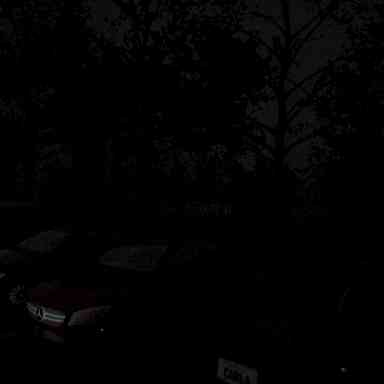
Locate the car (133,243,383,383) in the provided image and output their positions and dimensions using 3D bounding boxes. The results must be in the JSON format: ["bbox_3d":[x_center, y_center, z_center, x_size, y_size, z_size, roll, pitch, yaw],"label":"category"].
[{"bbox_3d":[1.719,1.511,4.569,2.163,1.488,4.792,0,0,36],"label":"car"}]

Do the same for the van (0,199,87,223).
[{"bbox_3d":[-5.183,1.226,9.305,1.878,1.987,4.442,0,1,35],"label":"van"}]

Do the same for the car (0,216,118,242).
[{"bbox_3d":[-2.933,1.502,7.858,2.002,1.452,4.674,0,0,36],"label":"car"}]

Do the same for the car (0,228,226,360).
[{"bbox_3d":[-0.666,1.515,6.240,2.002,1.452,4.674,0,0,36],"label":"car"}]
